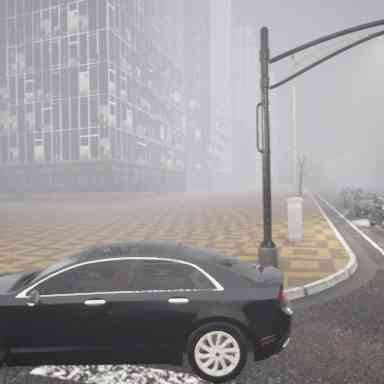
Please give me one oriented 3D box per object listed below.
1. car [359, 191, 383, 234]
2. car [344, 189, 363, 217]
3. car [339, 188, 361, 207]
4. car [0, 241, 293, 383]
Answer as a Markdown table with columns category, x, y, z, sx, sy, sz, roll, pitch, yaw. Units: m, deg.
| category | x | y | z | sx | sy | sz | roll | pitch | yaw |
| --- | --- | --- | --- | --- | --- | --- | --- | --- | --- |
| car | 8.983 | 0.929 | 14.429 | 2.128 | 1.511 | 4.902 | -1 | 2 | 18 |
| car | 11.023 | 0.761 | 20.726 | 1.994 | 1.385 | 4.181 | -1 | 2 | 17 |
| car | 13.008 | 0.455 | 26.793 | 2.128 | 1.511 | 4.902 | -1 | 2 | 18 |
| car | -1.093 | 1.504 | 4.778 | 4.892 | 1.490 | 1.837 | 0 | 0 | 0 |
